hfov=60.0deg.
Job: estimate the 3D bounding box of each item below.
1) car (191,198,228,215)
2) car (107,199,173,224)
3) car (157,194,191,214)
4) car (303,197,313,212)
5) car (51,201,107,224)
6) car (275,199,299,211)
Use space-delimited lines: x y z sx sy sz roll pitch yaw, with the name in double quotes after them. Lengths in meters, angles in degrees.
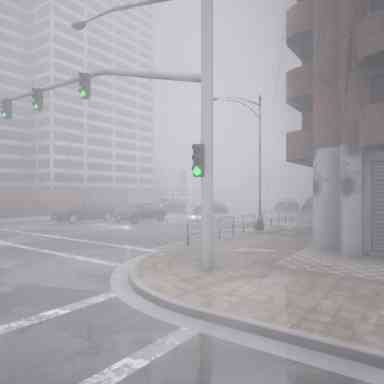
1.881 1.564 33.234 1.994 1.385 4.181 0 0 36 "car"
-3.817 1.526 25.182 1.812 1.442 4.674 0 0 35 "car"
-2.541 1.352 33.063 2.097 1.767 4.553 0 0 35 "car"
14.527 1.352 38.682 2.097 1.767 4.553 0 0 35 "car"
-8.118 1.478 25.195 1.882 1.535 5.008 0 0 35 "car"
11.648 1.526 40.701 1.812 1.442 4.674 0 0 35 "car"
